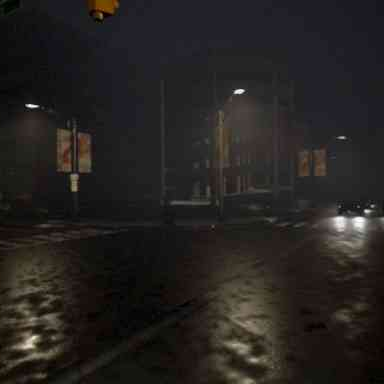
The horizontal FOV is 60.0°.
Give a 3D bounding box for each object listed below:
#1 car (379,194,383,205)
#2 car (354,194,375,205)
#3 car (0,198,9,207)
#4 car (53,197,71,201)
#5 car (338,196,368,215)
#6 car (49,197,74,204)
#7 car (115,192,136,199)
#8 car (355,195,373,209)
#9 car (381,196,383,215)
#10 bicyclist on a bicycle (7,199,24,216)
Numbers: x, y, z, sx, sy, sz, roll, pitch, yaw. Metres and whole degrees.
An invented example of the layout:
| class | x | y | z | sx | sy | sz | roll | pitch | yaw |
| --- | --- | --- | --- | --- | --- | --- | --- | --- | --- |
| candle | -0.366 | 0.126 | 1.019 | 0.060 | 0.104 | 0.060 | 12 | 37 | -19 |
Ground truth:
| class | x | y | z | sx | sy | sz | roll | pitch | yaw |
| --- | --- | --- | --- | --- | --- | --- | --- | --- | --- |
| car | 27.775 | 1.009 | 46.429 | 2.033 | 1.411 | 5.357 | -1 | 0 | 21 |
| car | 24.233 | 1.061 | 46.935 | 2.033 | 1.411 | 5.357 | -1 | 0 | 21 |
| car | -31.122 | 1.733 | 53.467 | 4.786 | 1.482 | 2.161 | -1 | 0 | 31 |
| car | -18.552 | 1.460 | 50.694 | 4.674 | 1.452 | 2.002 | -1 | 0 | 31 |
| car | 14.360 | 1.307 | 29.893 | 1.895 | 1.301 | 4.718 | -1 | 0 | 31 |
| car | -24.774 | 1.662 | 63.186 | 4.718 | 1.301 | 1.895 | -1 | 0 | 31 |
| car | -15.941 | 1.053 | 79.455 | 5.566 | 2.045 | 2.435 | -1 | 0 | 31 |
| car | 19.117 | 1.119 | 37.700 | 1.837 | 1.490 | 4.892 | -1 | 0 | 31 |
| car | 17.813 | 0.879 | 28.846 | 2.150 | 2.045 | 5.566 | -1 | 0 | 31 |
| bicyclist on a bicycle | -16.566 | 1.463 | 31.297 | 0.582 | 1.620 | 1.656 | -1 | 0 | 31 |
